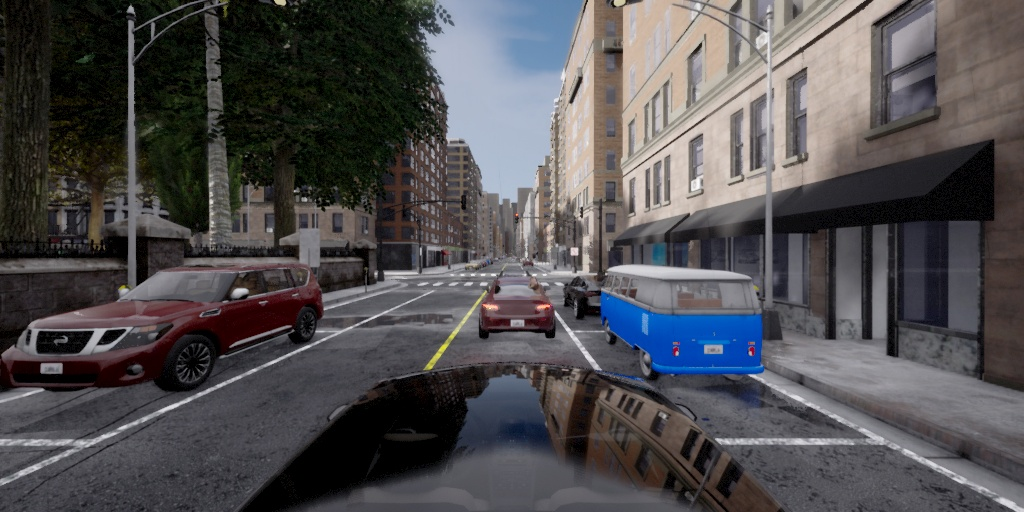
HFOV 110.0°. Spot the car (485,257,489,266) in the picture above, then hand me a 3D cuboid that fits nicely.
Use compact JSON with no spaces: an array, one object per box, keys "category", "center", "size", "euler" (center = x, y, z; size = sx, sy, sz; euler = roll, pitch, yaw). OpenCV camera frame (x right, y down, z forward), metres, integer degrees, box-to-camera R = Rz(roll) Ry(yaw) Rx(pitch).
[{"category":"car","center":[-5.533,1.256,61.513],"size":[1.888,1.381,4.507],"euler":[0,0,0]}]

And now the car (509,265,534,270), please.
[{"category":"car","center":[0.114,1.343,18.807],"size":[1.895,1.301,4.718],"euler":[0,0,-1]}]

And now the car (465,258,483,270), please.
[{"category":"car","center":[-5.558,1.241,50.442],"size":[1.751,1.417,4.829],"euler":[0,0,0]}]

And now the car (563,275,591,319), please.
[{"category":"car","center":[2.881,1.311,12.604],"size":[1.948,1.339,4.313],"euler":[0,0,0]}]

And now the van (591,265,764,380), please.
[{"category":"van","center":[2.868,1.089,6.944],"size":[1.690,1.789,3.998],"euler":[0,0,0]}]

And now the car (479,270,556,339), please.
[{"category":"car","center":[0.124,1.273,9.985],"size":[1.812,1.442,4.674],"euler":[0,0,0]}]

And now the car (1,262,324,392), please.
[{"category":"car","center":[-5.657,1.063,6.923],"size":[2.192,1.841,5.009],"euler":[0,0,0]}]

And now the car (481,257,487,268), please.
[{"category":"car","center":[-5.545,1.263,56.062],"size":[2.007,1.370,4.403],"euler":[0,0,0]}]
